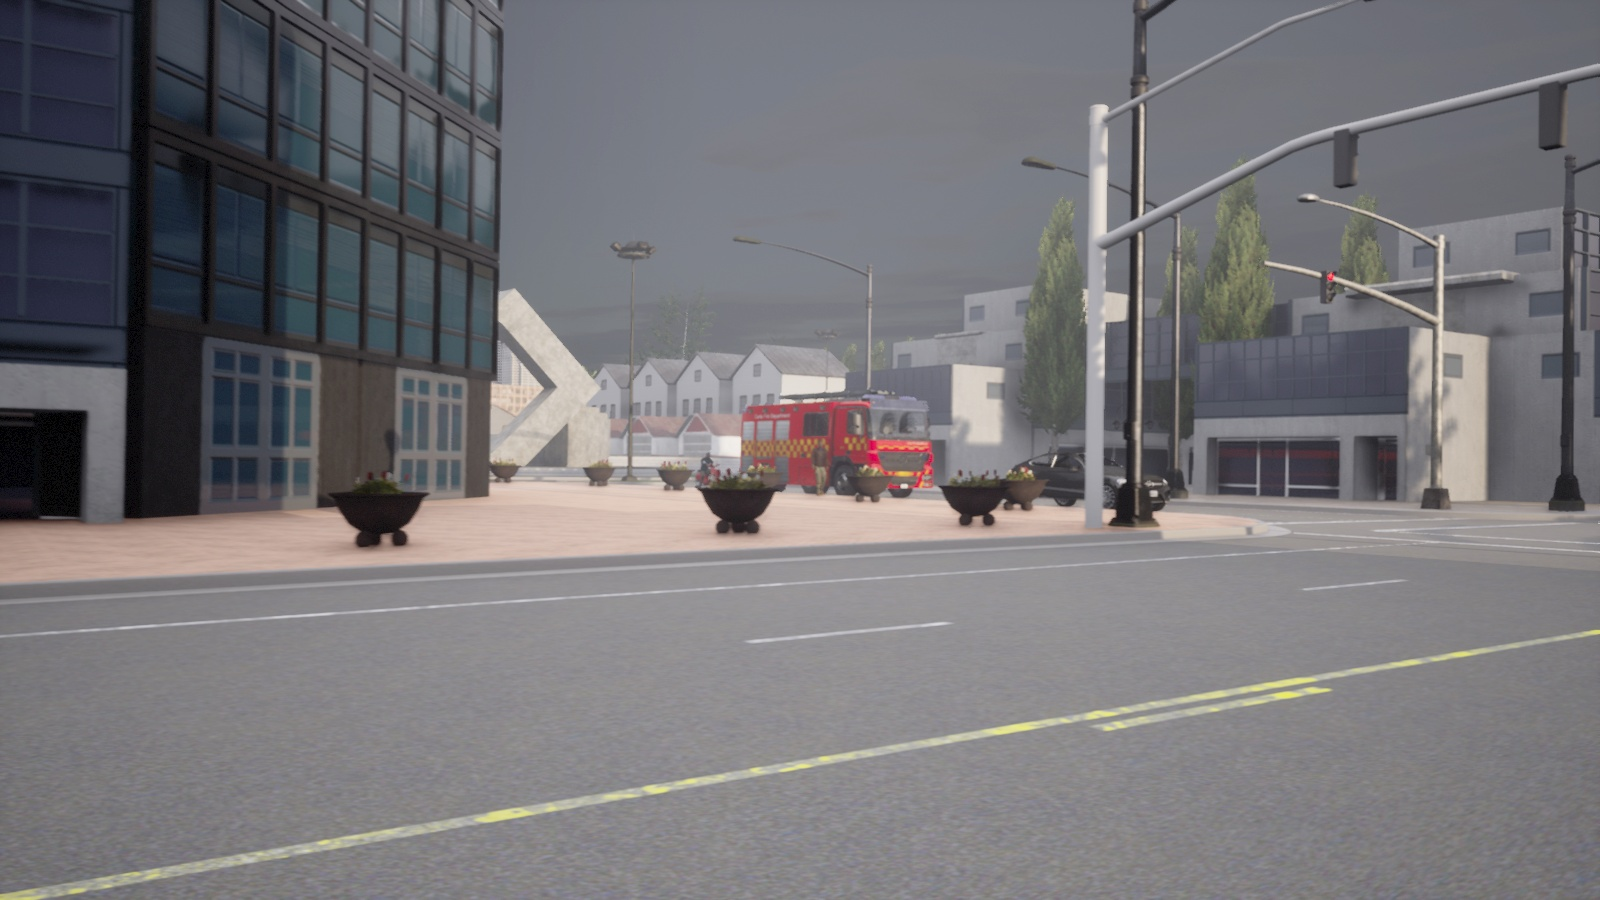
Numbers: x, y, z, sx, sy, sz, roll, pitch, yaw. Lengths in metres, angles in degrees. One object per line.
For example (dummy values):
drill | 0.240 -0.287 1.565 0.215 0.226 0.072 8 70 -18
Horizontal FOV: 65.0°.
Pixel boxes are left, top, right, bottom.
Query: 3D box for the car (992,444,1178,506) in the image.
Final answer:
car | 8.041 0.673 35.887 2.152 1.651 5.027 1 -1 -34

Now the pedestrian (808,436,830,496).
pedestrian | 0.595 0.503 39.511 0.431 1.840 0.703 1 -1 -19

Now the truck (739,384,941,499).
truck | 1.254 -0.260 45.830 2.891 3.827 8.468 1 -1 -34

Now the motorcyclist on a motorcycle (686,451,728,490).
motorcyclist on a motorcycle | -3.927 0.861 52.920 0.866 1.590 1.817 1 -1 -40
